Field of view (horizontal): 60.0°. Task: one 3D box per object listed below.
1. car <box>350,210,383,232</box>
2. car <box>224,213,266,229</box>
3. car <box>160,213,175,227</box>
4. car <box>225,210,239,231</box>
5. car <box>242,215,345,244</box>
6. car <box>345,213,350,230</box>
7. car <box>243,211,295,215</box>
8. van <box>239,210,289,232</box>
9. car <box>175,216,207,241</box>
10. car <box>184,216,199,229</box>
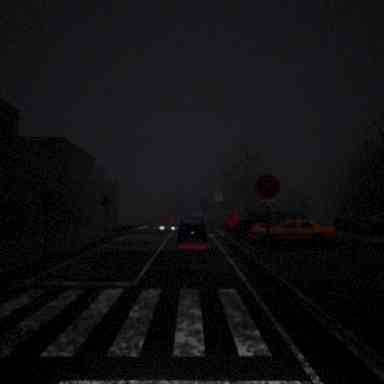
[{"bbox_3d":[18.371,2.689,30.999,5.566,2.045,2.435,0,-4,-1],"label":"car"},{"bbox_3d":[6.053,3.301,38.428,4.553,1.767,2.185,0,-4,-1],"label":"car"},{"bbox_3d":[-3.520,4.181,50.223,2.150,2.045,5.566,0,-5,0],"label":"car"},{"bbox_3d":[6.137,2.789,32.496,5.566,2.045,2.435,0,-3,-1],"label":"car"},{"bbox_3d":[6.053,2.348,20.353,5.366,1.575,1.946,0,-3,-1],"label":"car"},{"bbox_3d":[18.353,3.118,33.770,4.892,1.521,2.231,0,-4,-1],"label":"car"},{"bbox_3d":[6.239,2.378,23.275,4.553,1.767,2.185,0,-3,-1],"label":"car"},{"bbox_3d":[6.294,2.448,26.314,4.442,1.987,1.878,0,-3,-1],"label":"van"},{"bbox_3d":[0.016,2.505,23.139,1.882,1.535,5.008,0,-3,0],"label":"car"},{"bbox_3d":[-0.083,3.756,41.651,1.837,1.490,4.892,0,-4,0],"label":"car"}]
